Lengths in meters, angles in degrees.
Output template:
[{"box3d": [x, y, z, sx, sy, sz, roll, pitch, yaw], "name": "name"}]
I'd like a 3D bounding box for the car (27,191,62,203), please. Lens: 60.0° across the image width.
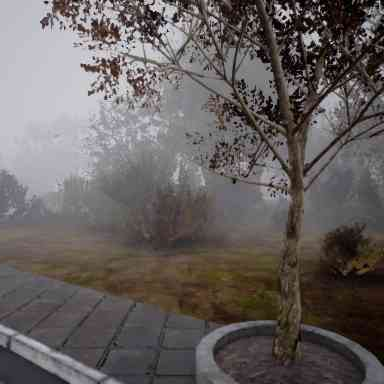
[{"box3d": [-18.335, 0.941, 41.832, 2.150, 2.045, 5.566, 1, 0, 32], "name": "car"}]
